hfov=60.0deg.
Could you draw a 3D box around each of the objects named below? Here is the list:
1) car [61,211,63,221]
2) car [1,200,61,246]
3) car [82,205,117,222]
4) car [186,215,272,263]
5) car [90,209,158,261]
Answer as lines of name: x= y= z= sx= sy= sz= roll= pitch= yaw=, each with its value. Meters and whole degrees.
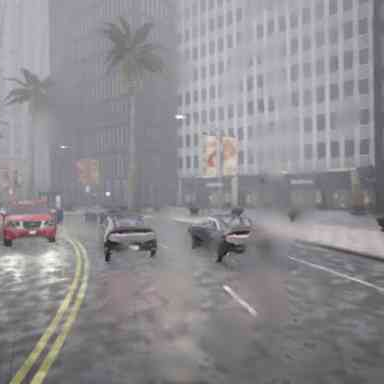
car: x=-12.898 y=1.881 z=28.582 sx=5.008 sy=1.535 sz=1.882 roll=-1 pitch=-1 yaw=44
car: x=-8.434 y=1.470 z=17.136 sx=2.150 sy=2.045 sz=5.566 roll=0 pitch=-1 yaw=-30
car: x=-7.700 y=1.854 z=28.225 sx=1.837 sy=1.490 sz=4.892 roll=1 pitch=-1 yaw=-40
car: x=1.174 y=1.603 z=12.577 sx=2.128 sy=1.511 sz=4.902 roll=0 pitch=-1 yaw=-17
car: x=-2.692 y=1.647 z=13.189 sx=2.128 sy=1.511 sz=4.902 roll=0 pitch=-1 yaw=-19
